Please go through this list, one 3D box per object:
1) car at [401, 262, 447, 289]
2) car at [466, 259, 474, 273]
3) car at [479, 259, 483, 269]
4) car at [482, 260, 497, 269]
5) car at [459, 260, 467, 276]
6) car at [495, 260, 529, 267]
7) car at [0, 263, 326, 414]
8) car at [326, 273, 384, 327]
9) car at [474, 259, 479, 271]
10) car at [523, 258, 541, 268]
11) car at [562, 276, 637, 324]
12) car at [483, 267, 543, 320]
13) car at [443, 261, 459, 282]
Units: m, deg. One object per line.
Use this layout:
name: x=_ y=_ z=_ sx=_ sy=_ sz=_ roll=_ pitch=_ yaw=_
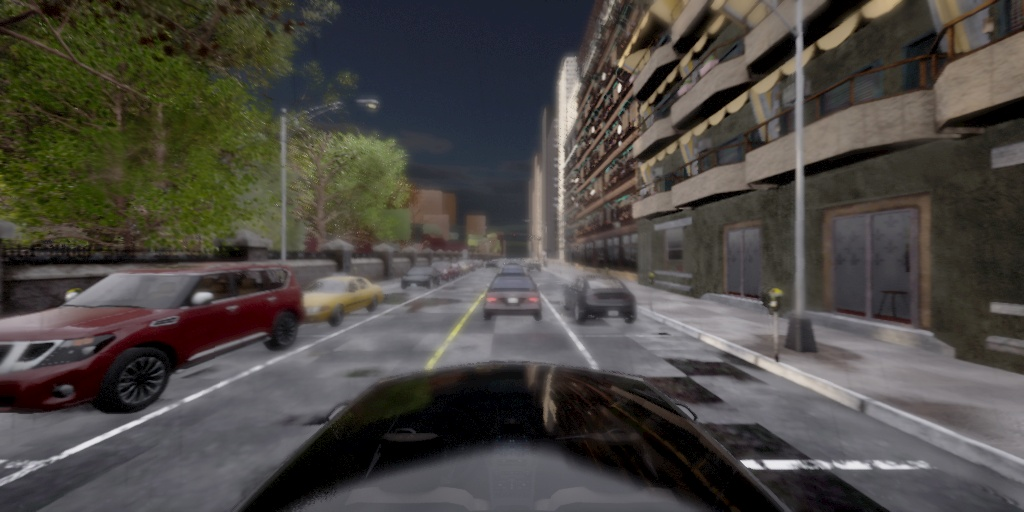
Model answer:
car: x=-5.662 y=1.294 z=22.829 sx=1.948 sy=1.339 sz=4.313 roll=0 pitch=0 yaw=0
car: x=-5.639 y=1.241 z=39.274 sx=1.751 sy=1.417 sz=4.829 roll=0 pitch=0 yaw=0
car: x=-5.693 y=1.257 z=56.059 sx=2.007 sy=1.370 sz=4.403 roll=0 pitch=0 yaw=0
car: x=-3.007 y=1.308 z=54.218 sx=1.895 sy=1.301 sz=4.718 roll=0 pitch=0 yaw=0
car: x=-5.646 y=1.302 z=33.906 sx=1.802 sy=1.307 sz=4.207 roll=0 pitch=0 yaw=0
car: x=0.057 y=1.272 z=27.552 sx=2.033 sy=1.411 sz=5.357 roll=0 pitch=0 yaw=1
car: x=-5.686 y=1.060 z=6.213 sx=2.192 sy=1.841 sz=5.009 roll=0 pitch=0 yaw=0
car: x=-5.678 y=1.265 z=11.581 sx=1.751 sy=1.417 sz=4.829 roll=0 pitch=0 yaw=0
car: x=-5.631 y=1.152 z=44.984 sx=1.967 sy=1.591 sz=4.097 roll=0 pitch=0 yaw=0
car: x=2.749 y=1.262 z=44.974 sx=2.007 sy=1.370 sz=4.403 roll=0 pitch=0 yaw=0
car: x=2.703 y=1.289 z=11.742 sx=2.007 sy=1.370 sz=4.403 roll=0 pitch=0 yaw=0
car: x=0.037 y=1.286 z=12.516 sx=2.033 sy=1.411 sz=5.357 roll=0 pitch=0 yaw=1
car: x=-5.654 y=1.164 z=28.367 sx=1.967 sy=1.591 sz=4.097 roll=0 pitch=0 yaw=0
